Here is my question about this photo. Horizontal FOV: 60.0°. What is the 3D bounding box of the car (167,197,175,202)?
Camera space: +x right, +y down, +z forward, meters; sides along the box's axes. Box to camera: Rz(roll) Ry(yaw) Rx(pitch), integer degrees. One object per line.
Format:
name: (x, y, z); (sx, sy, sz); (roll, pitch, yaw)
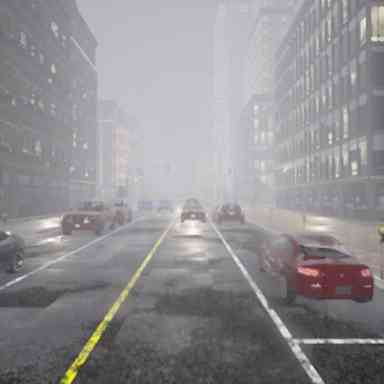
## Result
car: (-5.719, 2.005, 90.536); (1.947, 1.339, 4.313); (0, 0, 0)

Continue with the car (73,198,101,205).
car: (-19.077, 1.727, 60.548); (4.507, 1.381, 1.887); (0, -1, 0)

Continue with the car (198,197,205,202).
car: (2.661, 1.966, 90.710); (1.752, 1.417, 4.829); (0, 0, 0)

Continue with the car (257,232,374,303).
car: (2.695, 1.605, 8.008); (1.802, 1.307, 4.206); (1, 0, 0)

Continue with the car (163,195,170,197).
car: (-5.710, 1.639, 73.551); (2.192, 1.841, 5.009); (0, 0, 0)

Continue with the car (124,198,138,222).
car: (-5.696, 1.390, 24.575); (2.192, 1.841, 5.009); (1, 0, 0)

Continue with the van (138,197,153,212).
van: (-5.675, 1.485, 41.145); (1.690, 1.788, 3.998); (1, 0, 0)

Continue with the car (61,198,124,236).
car: (-5.691, 1.371, 19.053); (2.192, 1.841, 5.009); (1, 0, 0)

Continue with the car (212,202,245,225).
car: (2.697, 1.515, 24.578); (1.967, 1.590, 4.097); (1, 0, 0)

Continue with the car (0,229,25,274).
car: (-5.685, 1.588, 8.006); (1.947, 1.339, 4.313); (1, 0, 0)

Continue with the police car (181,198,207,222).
police car: (0.091, 1.599, 27.194); (2.038, 1.542, 4.974); (0, 1, 0)

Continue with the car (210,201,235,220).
car: (2.696, 1.622, 30.272); (1.752, 1.417, 4.829); (1, 0, 0)

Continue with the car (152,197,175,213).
car: (-3.015, 1.591, 38.824); (2.033, 1.411, 5.357); (0, 0, 0)
